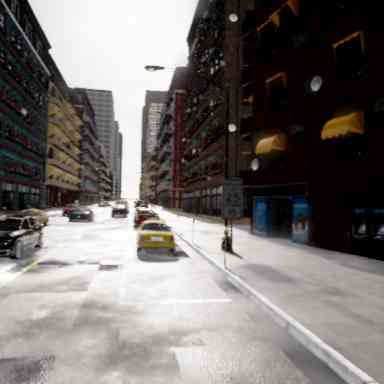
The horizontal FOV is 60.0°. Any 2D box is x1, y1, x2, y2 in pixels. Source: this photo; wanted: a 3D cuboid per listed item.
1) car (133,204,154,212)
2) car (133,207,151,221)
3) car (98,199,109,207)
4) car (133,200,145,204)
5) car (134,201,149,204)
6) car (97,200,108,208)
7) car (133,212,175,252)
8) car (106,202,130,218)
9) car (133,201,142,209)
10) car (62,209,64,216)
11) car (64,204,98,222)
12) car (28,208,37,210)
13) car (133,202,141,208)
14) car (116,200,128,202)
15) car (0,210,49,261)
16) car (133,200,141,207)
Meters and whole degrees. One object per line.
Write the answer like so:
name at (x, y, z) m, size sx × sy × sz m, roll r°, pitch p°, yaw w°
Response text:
car at (-3.681, 2.018, 26.296) m, size 1.967 × 1.590 × 4.097 m, roll 3°, pitch -2°, yaw -10°
car at (-5.609, 2.382, 37.203) m, size 1.802 × 1.307 × 4.206 m, roll 3°, pitch -2°, yaw -10°
car at (-22.486, 2.861, 84.811) m, size 2.192 × 1.841 × 5.009 m, roll 3°, pitch -2°, yaw -10°
car at (-8.495, 2.414, 55.973) m, size 2.150 × 2.045 × 5.566 m, roll 2°, pitch -1°, yaw -10°
car at (-7.272, 2.509, 49.239) m, size 1.801 × 1.575 × 5.366 m, roll 2°, pitch -1°, yaw -10°
car at (-21.536, 2.989, 79.349) m, size 2.008 × 1.369 × 4.403 m, roll 3°, pitch -2°, yaw -10°
car at (-1.794, 1.883, 15.550) m, size 1.752 × 1.417 × 4.829 m, roll 3°, pitch -2°, yaw -10°
car at (-8.958, 2.305, 41.048) m, size 2.128 × 1.511 × 4.902 m, roll 2°, pitch -1°, yaw -10°
car at (-12.328, 3.003, 75.397) m, size 1.967 × 1.590 × 4.097 m, roll 3°, pitch -2°, yaw -10°
car at (-14.810, 2.222, 41.160) m, size 1.887 × 1.381 × 4.507 m, roll 3°, pitch -2°, yaw -10°
car at (-10.570, 2.119, 32.049) m, size 1.994 × 1.385 × 4.181 m, roll 2°, pitch -1°, yaw -10°
car at (-11.898, 1.867, 24.627) m, size 1.752 × 1.417 × 4.829 m, roll 3°, pitch -2°, yaw -10°
car at (-14.254, 3.323, 86.306) m, size 1.887 × 1.381 × 4.507 m, roll 3°, pitch -2°, yaw -10°
car at (-10.744, 2.235, 51.015) m, size 2.150 × 2.045 × 5.566 m, roll 2°, pitch -1°, yaw -10°
car at (-7.239, 1.671, 13.032) m, size 1.837 × 1.490 × 4.892 m, roll 2°, pitch -2°, yaw -10°
car at (-15.205, 3.201, 91.767) m, size 2.192 × 1.841 × 5.009 m, roll 3°, pitch -2°, yaw -10°
